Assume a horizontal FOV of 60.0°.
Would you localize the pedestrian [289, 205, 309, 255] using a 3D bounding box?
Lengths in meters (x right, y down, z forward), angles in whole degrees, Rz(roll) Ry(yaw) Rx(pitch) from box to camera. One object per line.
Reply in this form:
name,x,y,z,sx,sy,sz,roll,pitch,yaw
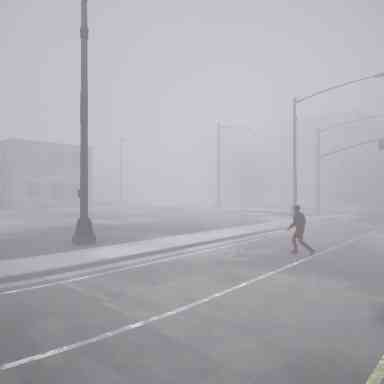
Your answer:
pedestrian,3.757,1.294,11.699,0.375,1.860,0.375,0,0,40
